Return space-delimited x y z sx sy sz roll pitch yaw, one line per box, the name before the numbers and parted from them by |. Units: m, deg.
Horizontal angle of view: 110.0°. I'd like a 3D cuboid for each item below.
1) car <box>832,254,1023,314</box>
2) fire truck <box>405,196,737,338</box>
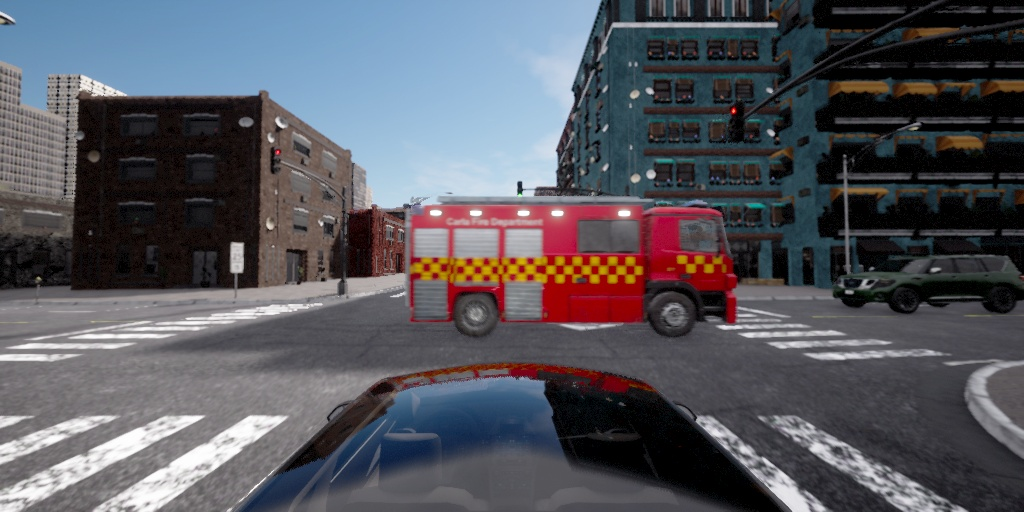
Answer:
car | 15.388 0.987 13.411 5.566 2.045 2.150 0 -2 1
fire truck | 1.528 0.175 10.409 8.468 3.827 2.891 0 -1 1
